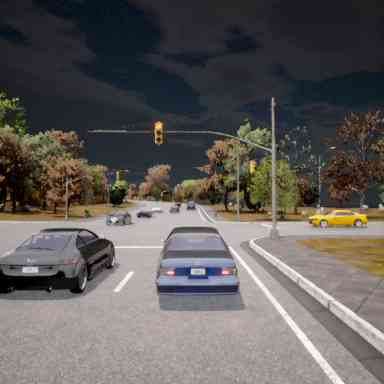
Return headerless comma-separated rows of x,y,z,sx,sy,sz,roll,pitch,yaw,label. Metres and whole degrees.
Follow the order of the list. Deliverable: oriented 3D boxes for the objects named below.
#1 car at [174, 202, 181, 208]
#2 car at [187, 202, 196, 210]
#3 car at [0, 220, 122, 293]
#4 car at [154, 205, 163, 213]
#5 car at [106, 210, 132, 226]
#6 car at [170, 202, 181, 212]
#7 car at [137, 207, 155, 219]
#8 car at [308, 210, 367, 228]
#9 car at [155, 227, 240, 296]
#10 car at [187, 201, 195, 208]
-3.845,3.433,88.309,1.837,1.490,4.892,0,0,-4,car
-0.200,3.314,77.872,2.097,1.767,4.553,0,0,0,car
-3.444,1.666,9.100,1.994,1.385,4.181,0,-1,0,car
-7.181,3.521,68.737,1.812,1.442,4.674,0,0,0,car
-7.185,2.538,33.017,2.128,1.511,4.902,0,-3,0,car
-3.600,3.518,70.292,1.812,1.442,4.674,0,0,0,car
-7.225,3.367,50.815,1.895,1.301,4.718,0,-2,0,car
12.965,2.369,29.720,5.008,1.535,1.882,0,-3,-2,car
0.069,1.647,8.991,2.033,1.411,5.357,0,-1,-1,car
-0.321,3.248,88.051,1.882,1.535,5.008,0,0,-4,car
